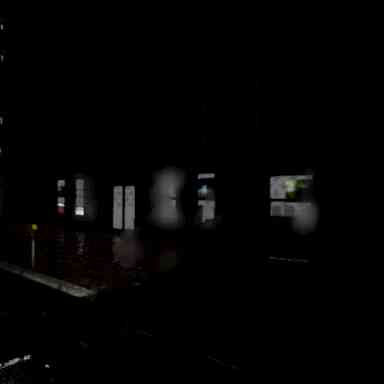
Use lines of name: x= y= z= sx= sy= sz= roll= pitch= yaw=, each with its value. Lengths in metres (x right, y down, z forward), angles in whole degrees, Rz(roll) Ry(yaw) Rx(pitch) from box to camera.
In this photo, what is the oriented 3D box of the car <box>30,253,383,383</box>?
car: x=0.395 y=1.392 z=3.116 sx=4.553 sy=1.767 sz=2.097 roll=0 pitch=-1 yaw=40
